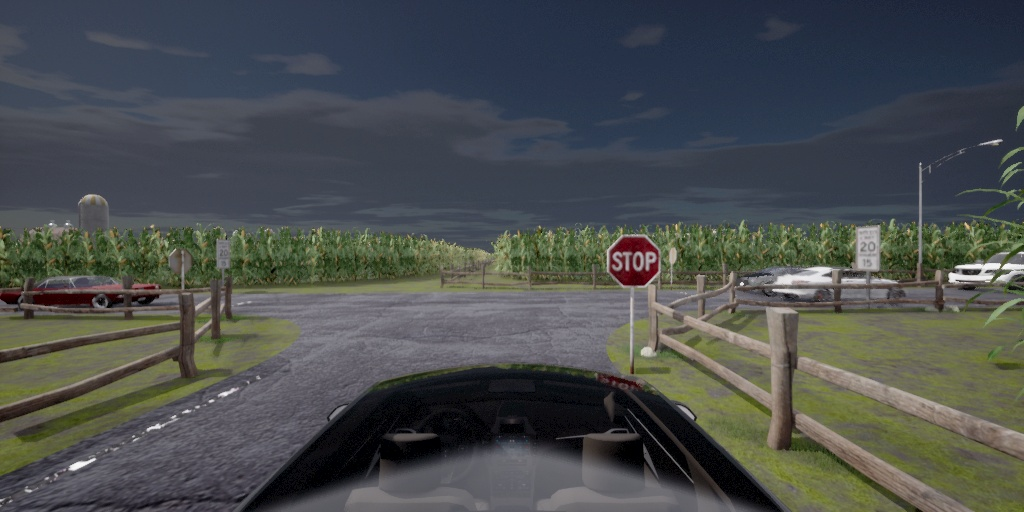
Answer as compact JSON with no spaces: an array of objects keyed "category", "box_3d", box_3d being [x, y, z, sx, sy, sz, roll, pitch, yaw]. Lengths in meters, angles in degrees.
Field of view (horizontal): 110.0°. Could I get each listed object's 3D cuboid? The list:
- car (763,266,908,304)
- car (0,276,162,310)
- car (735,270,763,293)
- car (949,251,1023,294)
[{"category":"car","box_3d":[13.574,1.175,14.980,4.674,1.442,1.812,0,0,-1]},{"category":"car","box_3d":[-17.428,1.478,14.730,4.718,1.301,1.895,0,0,0]},{"category":"car","box_3d":[13.427,1.194,17.876,4.181,1.385,1.994,0,0,-1]},{"category":"car","box_3d":[25.593,0.774,17.951,5.566,2.045,2.150,0,0,-1]}]
